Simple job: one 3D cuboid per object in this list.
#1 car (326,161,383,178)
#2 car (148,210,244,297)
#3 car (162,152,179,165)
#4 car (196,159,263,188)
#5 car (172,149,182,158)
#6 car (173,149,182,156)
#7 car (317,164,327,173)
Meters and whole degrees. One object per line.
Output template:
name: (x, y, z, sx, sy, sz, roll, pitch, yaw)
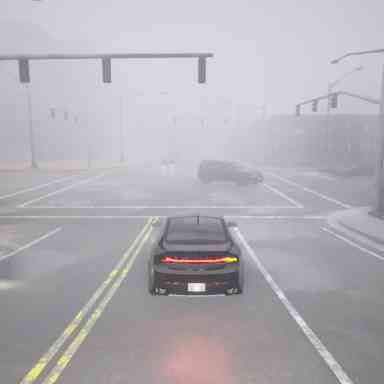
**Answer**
car: (16.651, -2.154, 32.867, 5.357, 1.411, 2.033, 0, 9, 2)
car: (0.074, 1.200, 8.032, 1.837, 1.490, 4.892, 0, 4, 0)
car: (-3.583, -5.027, 51.519, 2.033, 1.411, 5.357, 0, 9, 0)
car: (2.952, -1.609, 27.195, 5.566, 2.045, 2.150, 6, 12, 35)
car: (-3.482, -7.867, 68.663, 2.097, 1.767, 4.553, 0, 9, 0)
car: (-3.479, -9.561, 80.470, 1.882, 1.535, 5.008, 0, 9, 0)
car: (15.946, -2.671, 36.328, 4.181, 1.385, 1.994, 0, 9, 0)
